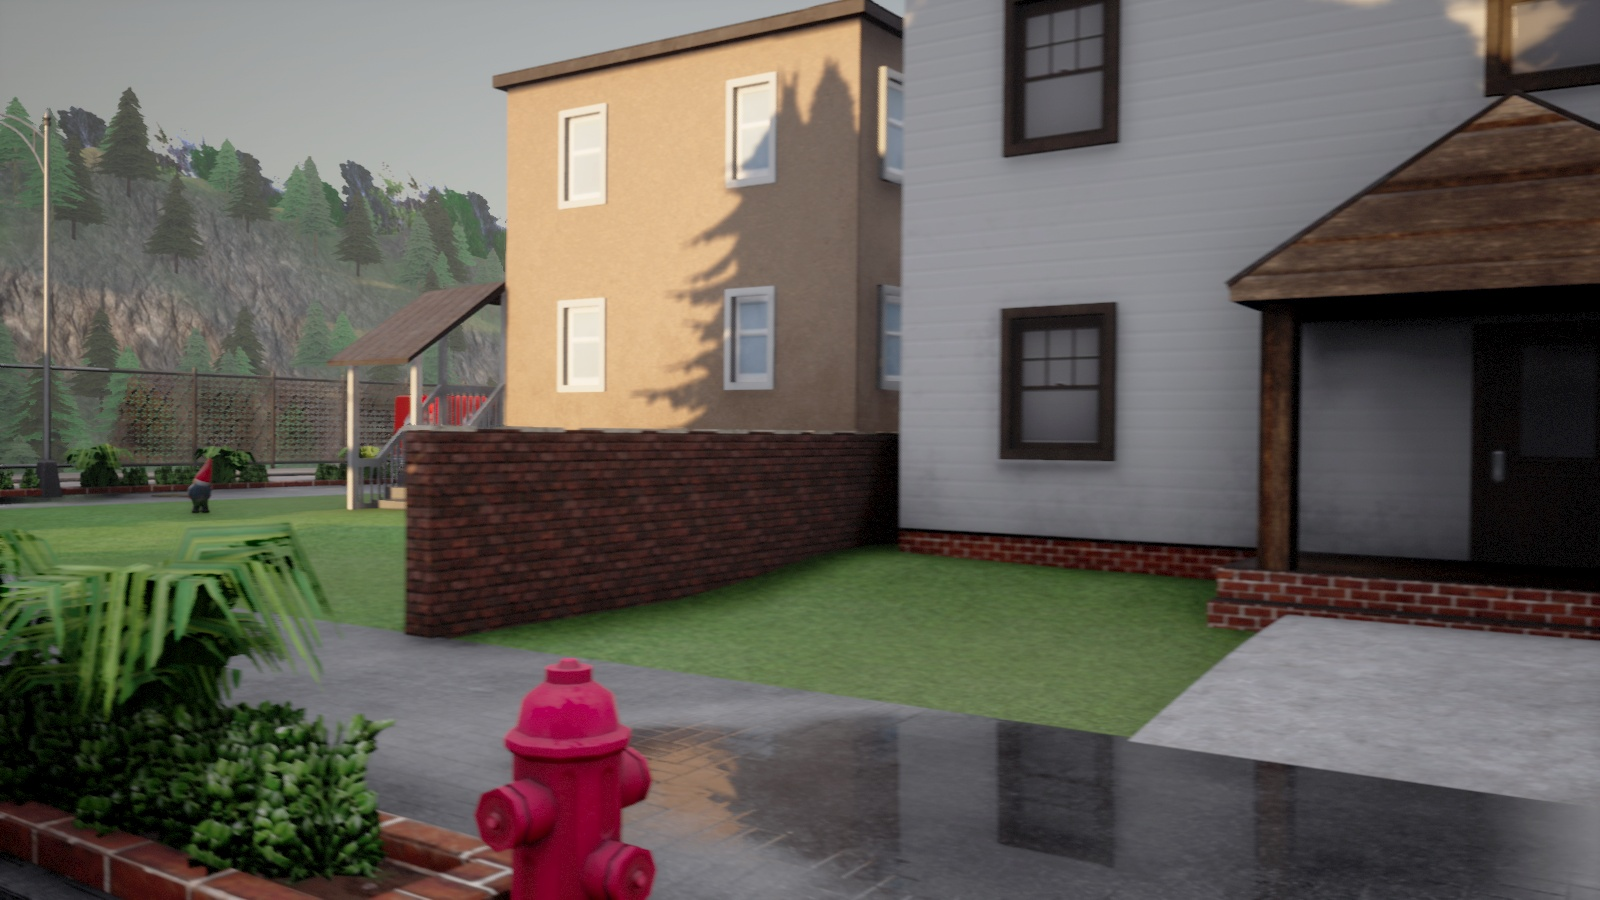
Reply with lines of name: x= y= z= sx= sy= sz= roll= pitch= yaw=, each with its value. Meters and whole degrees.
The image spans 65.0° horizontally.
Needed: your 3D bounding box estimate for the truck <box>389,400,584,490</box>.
truck: x=-9.224 y=-0.183 z=37.432 sx=2.627 sy=2.467 sz=5.204 roll=0 pitch=1 yaw=34
